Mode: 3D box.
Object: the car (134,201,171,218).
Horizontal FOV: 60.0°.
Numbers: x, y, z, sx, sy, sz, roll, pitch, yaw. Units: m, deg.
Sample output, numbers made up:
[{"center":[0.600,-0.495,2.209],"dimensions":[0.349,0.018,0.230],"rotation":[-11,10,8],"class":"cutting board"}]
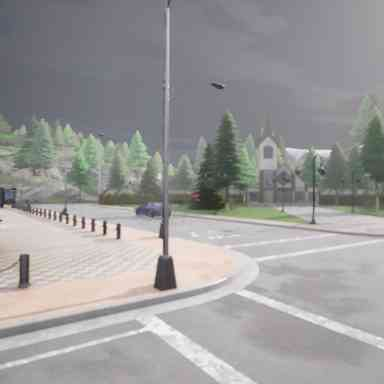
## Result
[{"center":[-3.630,1.597,30.546],"dimensions":[1.812,1.442,4.674],"rotation":[0,0,-35],"class":"car"}]
